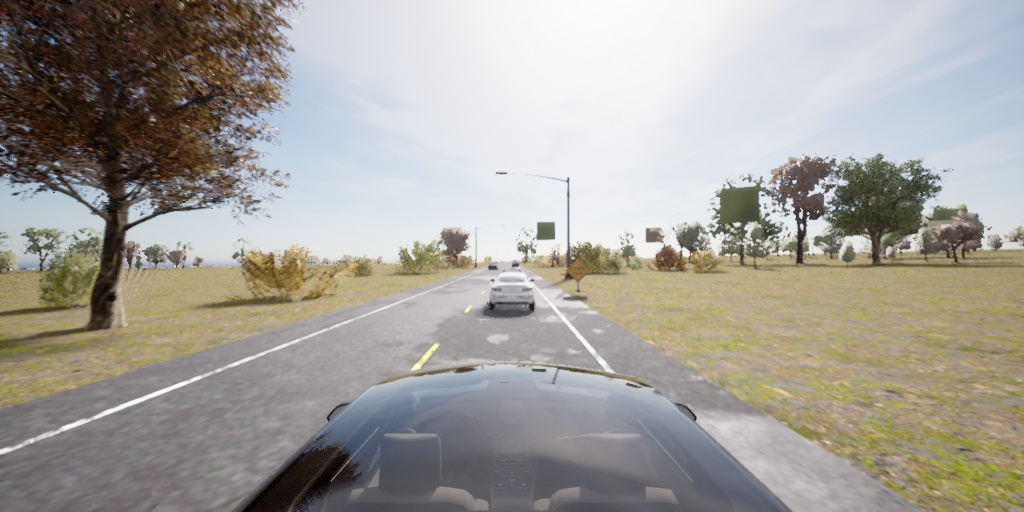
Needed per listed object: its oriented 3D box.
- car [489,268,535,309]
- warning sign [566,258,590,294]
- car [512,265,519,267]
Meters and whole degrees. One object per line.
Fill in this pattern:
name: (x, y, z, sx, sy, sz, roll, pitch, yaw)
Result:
car: (0.020, 1.427, 15.718, 1.812, 1.442, 4.674, 0, 0, 1)
warning sign: (3.540, 1.053, 19.132, 1.300, 1.860, 1.060, 0, 0, 0)
car: (0.001, 1.655, 30.081, 1.895, 1.301, 4.718, 0, -1, 0)
